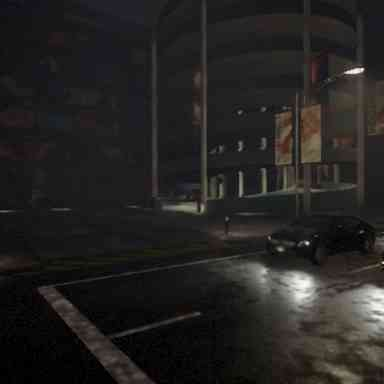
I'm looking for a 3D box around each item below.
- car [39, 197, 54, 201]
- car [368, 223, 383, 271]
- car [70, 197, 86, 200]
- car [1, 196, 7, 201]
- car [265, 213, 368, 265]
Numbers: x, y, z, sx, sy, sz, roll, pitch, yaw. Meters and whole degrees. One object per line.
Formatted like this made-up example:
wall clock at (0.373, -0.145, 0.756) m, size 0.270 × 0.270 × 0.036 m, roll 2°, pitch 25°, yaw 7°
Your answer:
car at (-18.653, 1.277, 42.808) m, size 2.002 × 1.452 × 4.674 m, roll 0°, pitch 0°, yaw -36°
car at (6.999, 1.455, 8.992) m, size 4.892 × 1.490 × 1.837 m, roll 0°, pitch 0°, yaw -36°
car at (-19.478, 1.386, 56.741) m, size 1.895 × 1.301 × 4.718 m, roll 0°, pitch 0°, yaw -36°
car at (-29.129, 1.391, 50.291) m, size 2.161 × 1.482 × 4.786 m, roll 0°, pitch 0°, yaw -36°
car at (4.618, 1.478, 11.591) m, size 4.674 × 1.442 × 1.812 m, roll 0°, pitch 0°, yaw -36°
